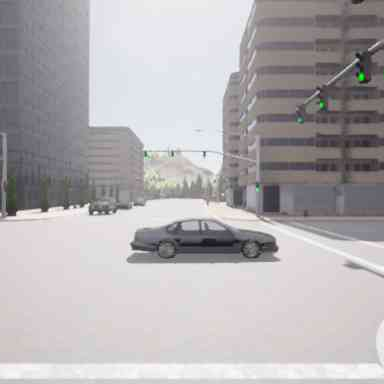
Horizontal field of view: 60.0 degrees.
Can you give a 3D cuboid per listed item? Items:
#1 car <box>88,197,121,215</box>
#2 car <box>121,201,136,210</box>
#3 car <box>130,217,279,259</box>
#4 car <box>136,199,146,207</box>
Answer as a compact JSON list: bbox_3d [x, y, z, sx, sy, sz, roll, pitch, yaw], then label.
[{"bbox_3d":[-10.554,1.634,39.718,2.150,2.045,5.566,0,-1,2],"label":"car"},{"bbox_3d":[-10.570,2.142,52.043,1.895,1.301,4.718,0,-1,0],"label":"car"},{"bbox_3d":[0.422,1.679,12.534,5.357,1.411,2.033,0,-1,-1],"label":"car"},{"bbox_3d":[-10.482,2.172,66.829,1.882,1.535,5.008,0,0,0],"label":"car"}]
